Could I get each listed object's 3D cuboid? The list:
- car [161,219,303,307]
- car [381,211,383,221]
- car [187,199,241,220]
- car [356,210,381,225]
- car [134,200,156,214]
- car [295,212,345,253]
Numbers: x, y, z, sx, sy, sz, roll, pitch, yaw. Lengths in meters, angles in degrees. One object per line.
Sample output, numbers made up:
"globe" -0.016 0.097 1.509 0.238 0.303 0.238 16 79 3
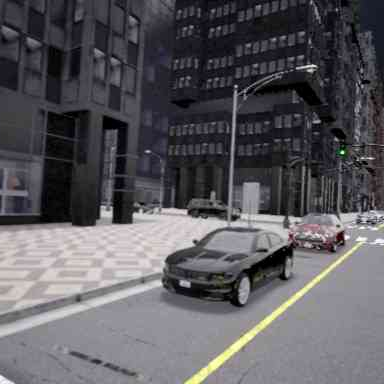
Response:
"car" 1.216 1.681 8.835 1.882 1.535 5.008 2 -1 33
"car" 26.142 3.488 47.886 1.812 1.442 4.674 2 -1 33
"car" 2.099 1.795 33.066 5.566 2.045 2.150 2 -2 35
"car" 20.851 3.068 39.617 2.128 1.511 4.902 2 -1 33
"car" -6.410 1.766 38.502 4.892 1.490 1.837 2 -2 33
"car" 6.481 1.925 17.013 2.097 1.767 4.553 2 -1 32
